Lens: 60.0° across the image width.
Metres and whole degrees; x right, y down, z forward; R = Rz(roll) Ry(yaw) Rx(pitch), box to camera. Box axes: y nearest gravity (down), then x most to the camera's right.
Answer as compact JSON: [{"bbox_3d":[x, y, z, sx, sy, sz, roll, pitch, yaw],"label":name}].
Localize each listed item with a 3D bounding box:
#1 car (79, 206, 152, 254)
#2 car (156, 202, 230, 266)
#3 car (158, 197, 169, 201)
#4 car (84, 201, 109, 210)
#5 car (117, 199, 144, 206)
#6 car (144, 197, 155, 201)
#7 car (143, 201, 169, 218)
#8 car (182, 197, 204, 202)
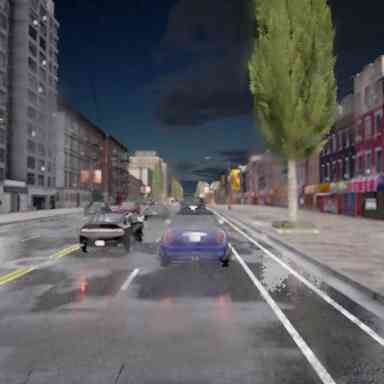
[{"bbox_3d":[-3.151,1.550,13.821,2.128,1.511,4.902,0,0,0],"label":"car"},{"bbox_3d":[0.094,1.398,11.866,2.097,1.767,4.553,0,0,0],"label":"car"},{"bbox_3d":[-6.469,2.200,75.468,2.150,2.045,5.566,0,-2,0],"label":"car"},{"bbox_3d":[-9.832,1.762,34.709,1.837,1.490,4.892,0,-1,0],"label":"car"},{"bbox_3d":[-6.583,1.734,34.668,1.882,1.535,5.008,0,-1,0],"label":"car"},{"bbox_3d":[-9.719,2.200,75.469,2.150,2.045,5.566,0,-2,0],"label":"car"},{"bbox_3d":[-3.143,1.772,30.049,1.994,1.385,4.181,0,-1,0],"label":"car"},{"bbox_3d":[0.106,1.411,28.265,2.150,2.045,5.566,0,-1,0],"label":"car"}]
